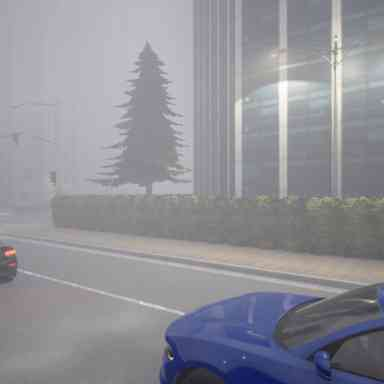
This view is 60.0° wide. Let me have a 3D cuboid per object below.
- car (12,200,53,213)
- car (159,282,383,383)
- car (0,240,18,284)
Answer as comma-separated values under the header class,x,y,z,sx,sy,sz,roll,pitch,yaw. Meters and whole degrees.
class,x,y,z,sx,sy,sz,roll,pitch,yaw
car,-17.178,1.581,37.424,2.033,1.411,5.357,0,0,36
car,1.972,1.477,2.587,5.008,1.535,1.882,0,0,36
car,-6.156,1.535,8.337,4.674,1.442,1.812,0,0,36
